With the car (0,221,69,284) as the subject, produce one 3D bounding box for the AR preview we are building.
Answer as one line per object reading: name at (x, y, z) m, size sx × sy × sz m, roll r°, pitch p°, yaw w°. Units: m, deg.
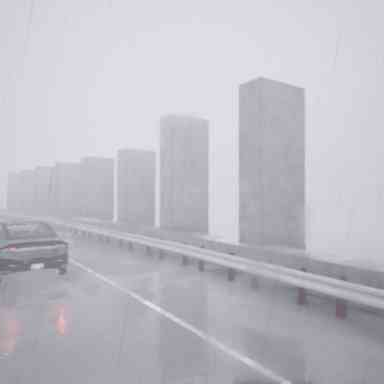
car at (-5.174, 1.623, 10.061) m, size 2.128 × 1.511 × 4.902 m, roll 1°, pitch -1°, yaw -36°
